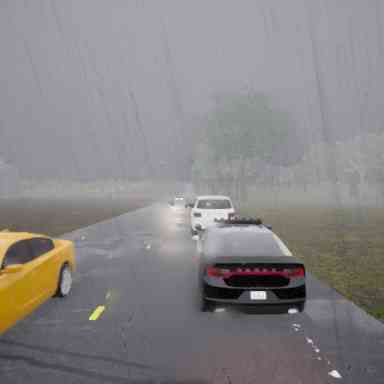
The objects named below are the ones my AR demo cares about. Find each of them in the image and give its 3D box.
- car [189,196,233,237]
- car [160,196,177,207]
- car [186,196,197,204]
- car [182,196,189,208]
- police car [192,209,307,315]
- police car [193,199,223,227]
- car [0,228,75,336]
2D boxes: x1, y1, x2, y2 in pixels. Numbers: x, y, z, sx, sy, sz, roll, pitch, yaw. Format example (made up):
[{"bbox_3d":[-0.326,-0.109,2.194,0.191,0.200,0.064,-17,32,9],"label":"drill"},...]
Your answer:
[{"bbox_3d":[1.028,1.210,17.740,2.150,2.045,5.566,0,0,0],"label":"car"},{"bbox_3d":[-3.654,1.391,49.393,1.882,1.535,5.008,0,0,0],"label":"car"},{"bbox_3d":[-0.076,1.473,60.439,1.895,1.301,4.718,0,0,0],"label":"car"},{"bbox_3d":[-0.016,1.473,45.582,2.033,1.411,5.357,0,0,1],"label":"car"},{"bbox_3d":[1.041,1.420,7.819,1.930,1.638,5.238,0,0,0],"label":"police car"},{"bbox_3d":[1.021,1.404,23.822,1.930,1.638,5.238,0,0,0],"label":"police car"},{"bbox_3d":[-3.607,1.474,5.650,1.882,1.535,5.008,0,0,0],"label":"car"}]
